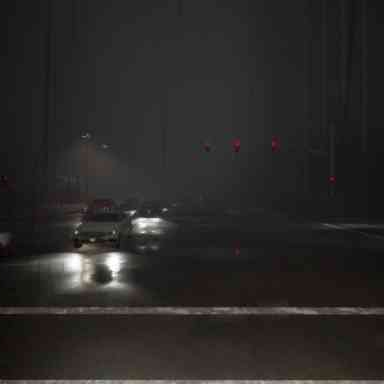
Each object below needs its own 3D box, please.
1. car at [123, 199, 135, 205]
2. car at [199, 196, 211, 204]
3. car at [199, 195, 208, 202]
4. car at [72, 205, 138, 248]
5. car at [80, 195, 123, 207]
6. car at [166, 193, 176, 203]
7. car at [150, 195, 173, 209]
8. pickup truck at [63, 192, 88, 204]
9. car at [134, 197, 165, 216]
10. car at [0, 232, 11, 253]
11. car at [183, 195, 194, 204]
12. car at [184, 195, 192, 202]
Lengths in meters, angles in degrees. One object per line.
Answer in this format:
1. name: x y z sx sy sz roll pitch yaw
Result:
1. car: -7.715 1.546 42.015 2.033 1.411 5.357 0 0 -1
2. car: 2.760 1.491 64.828 2.128 1.511 4.902 0 0 -1
3. car: 2.559 1.524 75.212 1.812 1.442 4.674 0 0 -1
4. car: -3.792 1.525 14.838 1.812 1.442 4.674 0 0 -1
5. car: -7.539 1.351 27.933 2.097 1.767 4.553 0 0 -1
6. car: -4.372 1.223 67.598 2.150 2.045 5.566 0 0 0
7. car: -4.254 1.546 46.620 2.033 1.411 5.357 0 0 -1
8. pickup truck: -20.915 1.058 60.050 2.390 2.098 6.274 0 0 30
9. car: -3.994 1.491 32.095 2.128 1.511 4.902 0 0 -3
10. car: -7.201 1.601 9.337 1.895 1.301 4.718 0 0 -1
11. car: -0.746 1.351 65.413 2.097 1.767 4.553 0 0 -1
12. car: -0.944 1.477 75.417 1.882 1.535 5.008 0 0 -1
